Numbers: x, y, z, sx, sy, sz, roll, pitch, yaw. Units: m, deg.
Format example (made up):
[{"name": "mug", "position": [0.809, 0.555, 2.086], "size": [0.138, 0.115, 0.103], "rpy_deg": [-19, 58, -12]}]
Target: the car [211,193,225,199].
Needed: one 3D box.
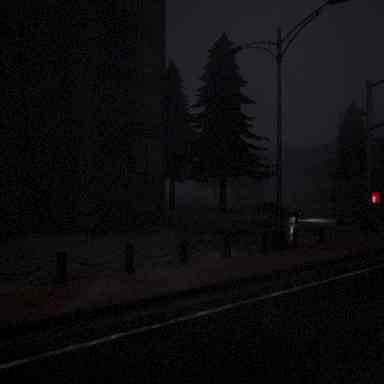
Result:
[{"name": "car", "position": [7.253, 1.092, 94.506], "size": [1.905, 1.878, 3.866], "rpy_deg": [0, 0, -37]}]

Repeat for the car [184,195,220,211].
[{"name": "car", "position": [1.330, 1.493, 37.662], "size": [1.882, 1.535, 5.008], "rpy_deg": [0, 0, -37]}]

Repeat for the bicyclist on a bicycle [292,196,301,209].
[{"name": "bicyclist on a bicycle", "position": [11.472, 1.316, 36.639], "size": [1.656, 1.620, 0.582], "rpy_deg": [0, 0, -37]}]

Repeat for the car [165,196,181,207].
[{"name": "car", "position": [-3.591, 1.616, 50.451], "size": [1.895, 1.301, 4.718], "rpy_deg": [0, 0, -34]}]

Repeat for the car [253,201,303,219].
[{"name": "car", "position": [7.535, 1.541, 29.475], "size": [1.812, 1.442, 4.674], "rpy_deg": [0, 0, -38]}]

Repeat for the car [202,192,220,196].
[{"name": "car", "position": [5.165, 1.112, 92.444], "size": [1.932, 1.855, 4.605], "rpy_deg": [0, 0, -37]}]
